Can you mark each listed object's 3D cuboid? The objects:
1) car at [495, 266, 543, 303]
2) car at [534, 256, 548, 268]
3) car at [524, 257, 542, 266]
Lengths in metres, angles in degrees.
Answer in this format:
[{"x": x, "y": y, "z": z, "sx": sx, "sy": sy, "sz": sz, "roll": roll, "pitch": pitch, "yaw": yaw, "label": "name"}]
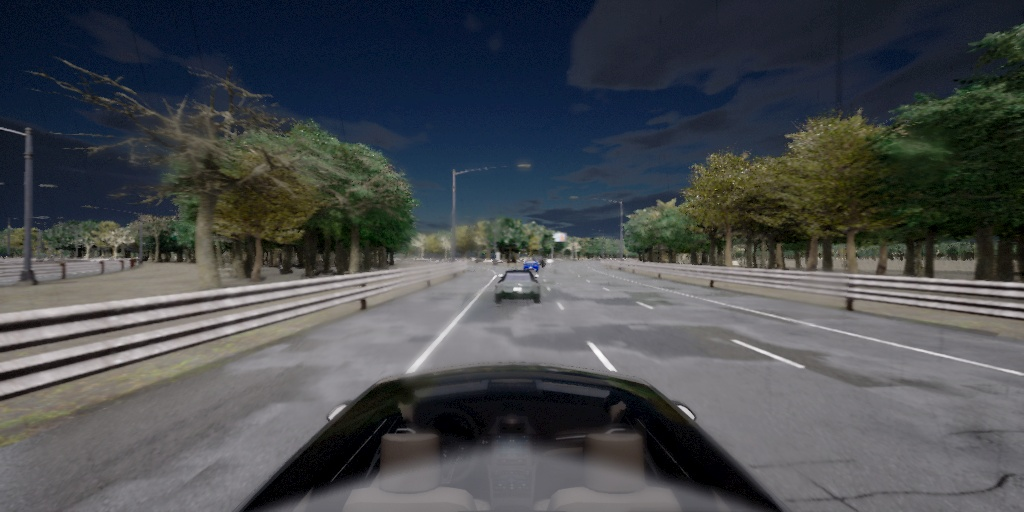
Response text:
[{"x": 0.316, "y": 1.329, "z": 16.728, "sx": 1.994, "sy": 1.385, "sz": 4.181, "roll": 0, "pitch": 0, "yaw": 2, "label": "car"}, {"x": 4.730, "y": 1.045, "z": 63.287, "sx": 2.150, "sy": 2.045, "sz": 5.566, "roll": 0, "pitch": 0, "yaw": 9, "label": "car"}, {"x": 2.613, "y": 1.277, "z": 47.248, "sx": 1.882, "sy": 1.535, "sz": 5.008, "roll": 0, "pitch": 0, "yaw": 6, "label": "car"}]
